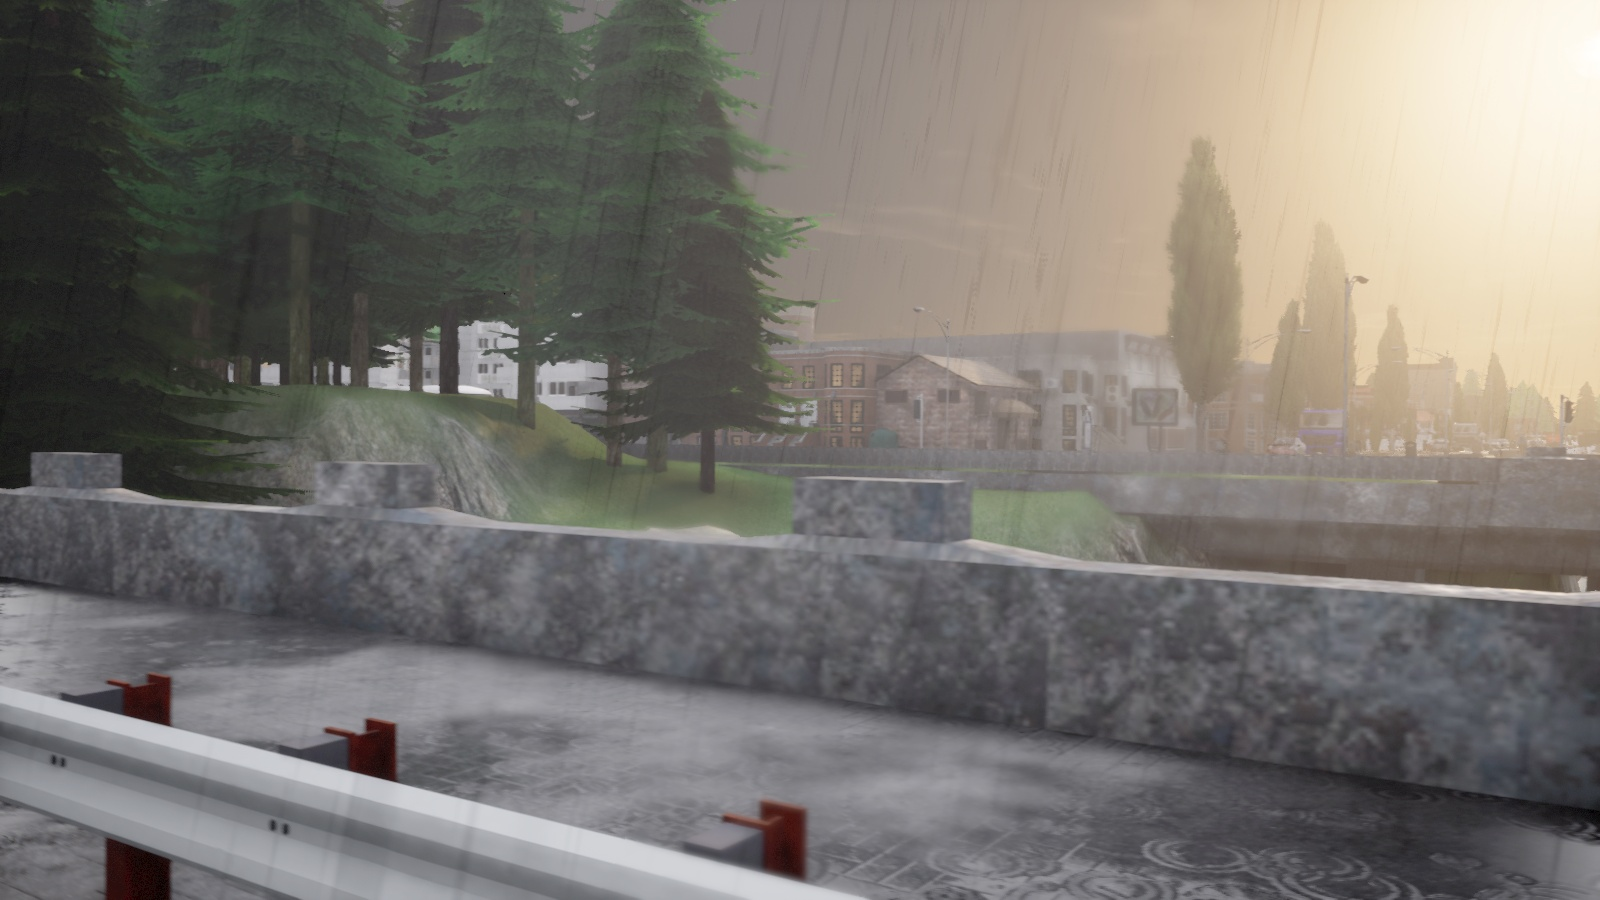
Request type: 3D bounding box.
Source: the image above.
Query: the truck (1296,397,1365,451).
[{"bbox_3d":[36.059,-1.740,85.188,2.891,3.462,7.936,0,1,34],"label":"truck"}]

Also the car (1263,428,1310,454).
[{"bbox_3d":[28.762,-0.528,74.218,1.845,1.501,3.633,0,1,34],"label":"car"}]

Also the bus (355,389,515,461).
[{"bbox_3d":[-23.030,-1.515,79.020,10.273,4.253,3.944,0,1,34],"label":"bus"}]
